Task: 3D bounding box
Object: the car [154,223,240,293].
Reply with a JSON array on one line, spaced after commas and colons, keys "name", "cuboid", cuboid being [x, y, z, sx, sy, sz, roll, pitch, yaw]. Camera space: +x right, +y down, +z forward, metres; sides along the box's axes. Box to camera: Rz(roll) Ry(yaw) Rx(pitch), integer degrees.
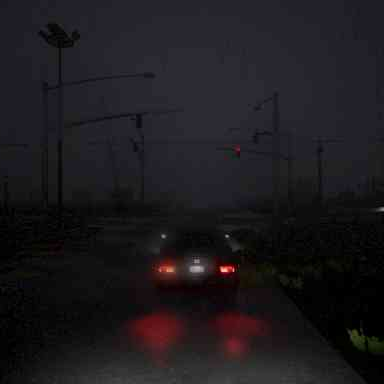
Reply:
[{"name": "car", "cuboid": [0.094, 1.547, 8.956, 2.033, 1.411, 5.357, 0, 0, 0]}]
